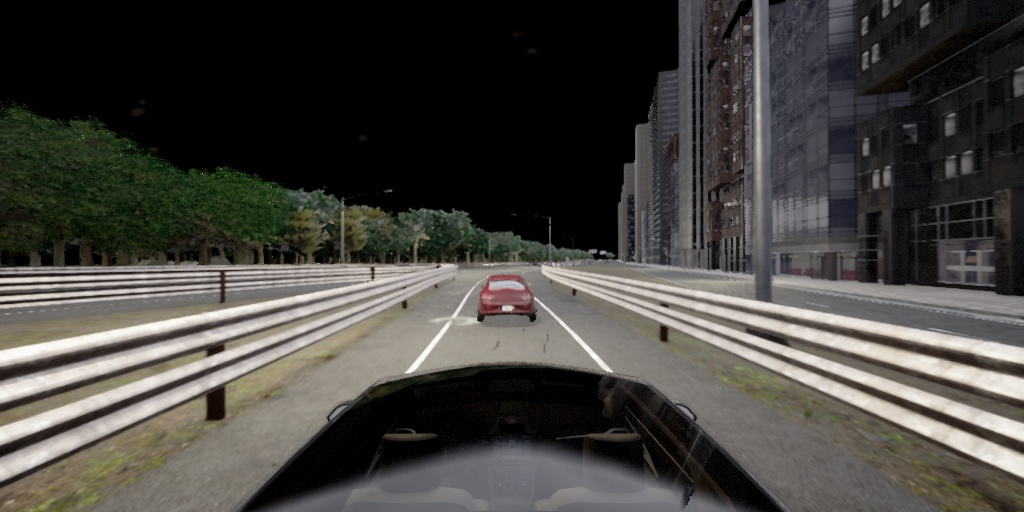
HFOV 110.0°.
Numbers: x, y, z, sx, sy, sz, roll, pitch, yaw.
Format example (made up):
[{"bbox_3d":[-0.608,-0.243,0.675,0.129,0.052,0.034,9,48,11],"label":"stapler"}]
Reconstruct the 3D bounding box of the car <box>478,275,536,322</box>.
[{"bbox_3d":[-0.239,1.380,12.761,1.812,1.442,4.674,0,0,-3],"label":"car"}]
